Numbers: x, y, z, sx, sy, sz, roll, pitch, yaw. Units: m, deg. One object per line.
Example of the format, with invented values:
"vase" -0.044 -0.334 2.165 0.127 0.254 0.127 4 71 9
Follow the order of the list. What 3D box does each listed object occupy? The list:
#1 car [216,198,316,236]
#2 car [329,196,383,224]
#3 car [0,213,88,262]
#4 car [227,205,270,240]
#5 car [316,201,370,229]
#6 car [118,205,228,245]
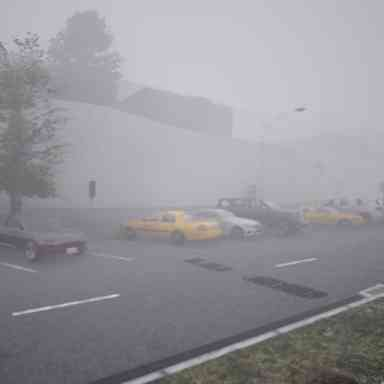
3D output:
"car" 3.845 1.350 19.319 5.566 2.045 2.435 -1 -1 34
"car" 11.116 1.361 24.590 5.566 2.045 2.435 -1 -1 34
"car" -5.923 1.550 12.319 4.792 1.488 2.163 -1 -1 34
"car" 1.373 1.623 17.582 4.674 1.452 2.002 -1 -1 34
"car" 8.853 1.607 22.722 5.366 1.575 1.946 -1 -1 34
"car" -1.222 1.565 15.929 5.366 1.575 1.946 -1 -1 34
